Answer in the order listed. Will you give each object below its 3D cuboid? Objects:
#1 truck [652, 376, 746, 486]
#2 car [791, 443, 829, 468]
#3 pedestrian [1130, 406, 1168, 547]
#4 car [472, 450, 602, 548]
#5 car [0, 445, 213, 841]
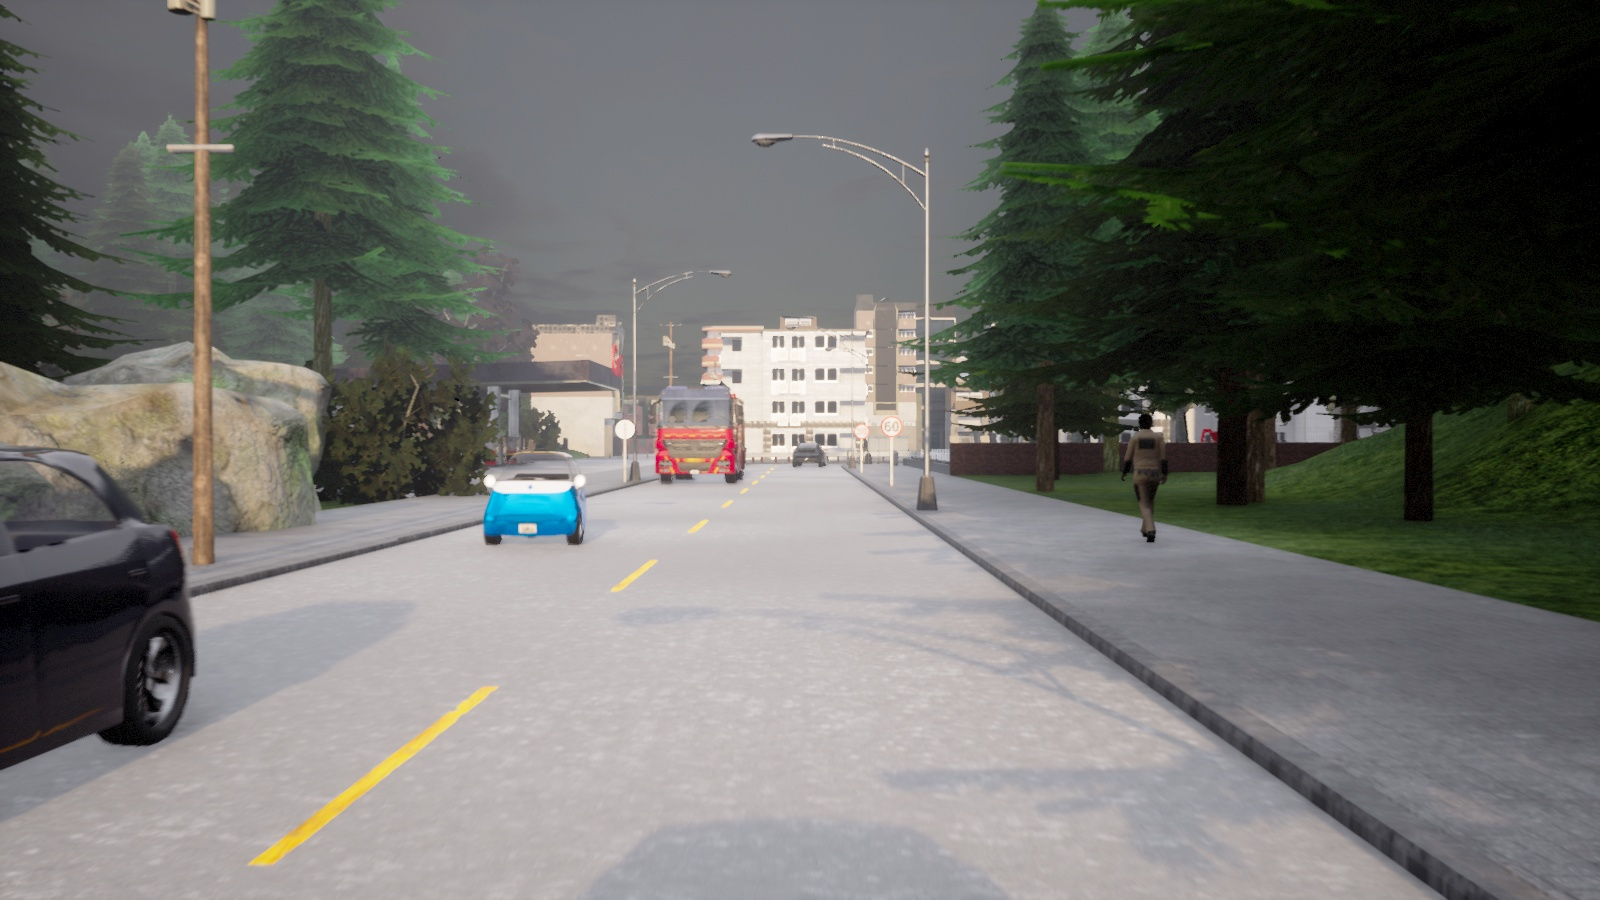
[{"bbox_3d":[-3.727,-0.693,48.240,2.891,3.827,8.468,0,0,0],"label":"truck"},{"bbox_3d":[0.661,0.308,78.835,1.837,1.490,4.892,0,0,6],"label":"car"},{"bbox_3d":[4.889,0.361,17.599,0.396,1.930,0.692,0,0,6],"label":"pedestrian"},{"bbox_3d":[-3.877,0.692,18.790,1.481,1.376,2.207,0,0,0],"label":"car"},{"bbox_3d":[-3.958,0.732,4.655,1.845,1.501,3.633,0,0,0],"label":"car"}]
